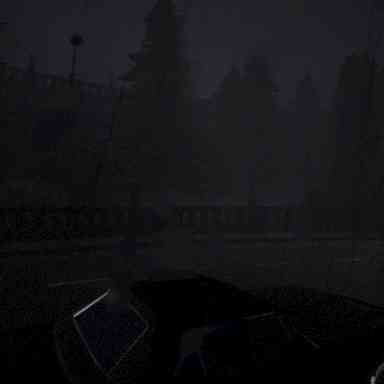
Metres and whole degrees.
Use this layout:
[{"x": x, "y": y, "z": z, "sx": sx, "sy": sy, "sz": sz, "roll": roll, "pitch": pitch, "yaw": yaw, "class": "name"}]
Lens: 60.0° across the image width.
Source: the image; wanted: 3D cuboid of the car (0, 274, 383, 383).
[{"x": 0.273, "y": 1.613, "z": 3.468, "sx": 4.718, "sy": 1.301, "sz": 1.895, "roll": 1, "pitch": 0, "yaw": -29, "class": "car"}]
